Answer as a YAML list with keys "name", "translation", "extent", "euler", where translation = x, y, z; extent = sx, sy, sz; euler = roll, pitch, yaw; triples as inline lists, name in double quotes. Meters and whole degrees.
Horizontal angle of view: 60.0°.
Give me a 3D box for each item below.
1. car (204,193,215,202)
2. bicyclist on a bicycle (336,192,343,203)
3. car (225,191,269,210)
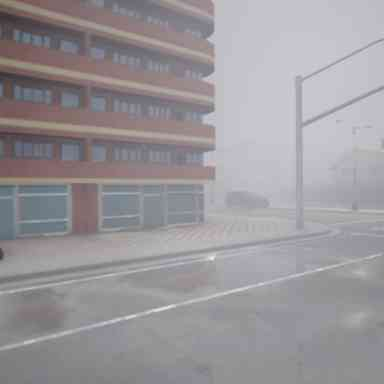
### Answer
- name: "car"
  translation: [2.292, 0.892, 63.574]
  extent: [2.097, 1.767, 4.553]
  euler: [-1, 0, -35]
- name: "bicyclist on a bicycle"
  translation: [20.861, 0.774, 46.980]
  extent: [1.656, 1.620, 0.582]
  euler: [-1, 1, -35]
- name: "car"
  translation: [6.103, 0.902, 37.570]
  extent: [2.150, 2.045, 5.566]
  euler: [-1, 1, -36]
